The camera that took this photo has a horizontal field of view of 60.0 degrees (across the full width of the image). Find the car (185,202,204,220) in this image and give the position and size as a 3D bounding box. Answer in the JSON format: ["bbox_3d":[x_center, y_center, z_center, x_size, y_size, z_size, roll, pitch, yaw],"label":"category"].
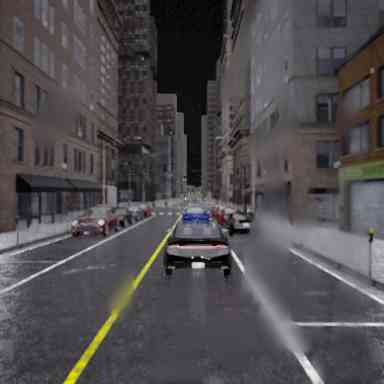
[{"bbox_3d":[0.257,1.882,34.134,1.801,1.575,5.366,0,-1,0],"label":"car"}]

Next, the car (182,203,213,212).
[{"bbox_3d":[0.276,1.774,23.797,1.882,1.535,5.008,0,-1,0],"label":"car"}]

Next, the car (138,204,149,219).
[{"bbox_3d":[-5.545,1.932,30.746,2.008,1.369,4.403,-1,-1,0],"label":"car"}]

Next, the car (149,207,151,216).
[{"bbox_3d":[-5.502,1.996,36.251,1.887,1.381,4.507,-1,-1,0],"label":"car"}]

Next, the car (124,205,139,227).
[{"bbox_3d":[-5.587,1.878,25.242,1.947,1.339,4.313,-1,-1,0],"label":"car"}]

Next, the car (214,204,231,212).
[{"bbox_3d":[2.937,1.859,25.175,1.887,1.381,4.507,-1,-1,0],"label":"car"}]

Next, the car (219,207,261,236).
[{"bbox_3d":[2.895,1.811,19.671,1.947,1.339,4.313,-1,-1,0],"label":"car"}]

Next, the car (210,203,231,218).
[{"bbox_3d":[3.022,1.997,36.185,1.887,1.381,4.507,-1,-1,0],"label":"car"}]

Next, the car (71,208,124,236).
[{"bbox_3d":[-5.631,1.684,19.738,1.967,1.590,4.097,-1,-1,0],"label":"car"}]

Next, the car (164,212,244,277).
[{"bbox_3d":[0.174,1.625,10.678,2.128,1.511,4.902,0,-1,1],"label":"car"}]
